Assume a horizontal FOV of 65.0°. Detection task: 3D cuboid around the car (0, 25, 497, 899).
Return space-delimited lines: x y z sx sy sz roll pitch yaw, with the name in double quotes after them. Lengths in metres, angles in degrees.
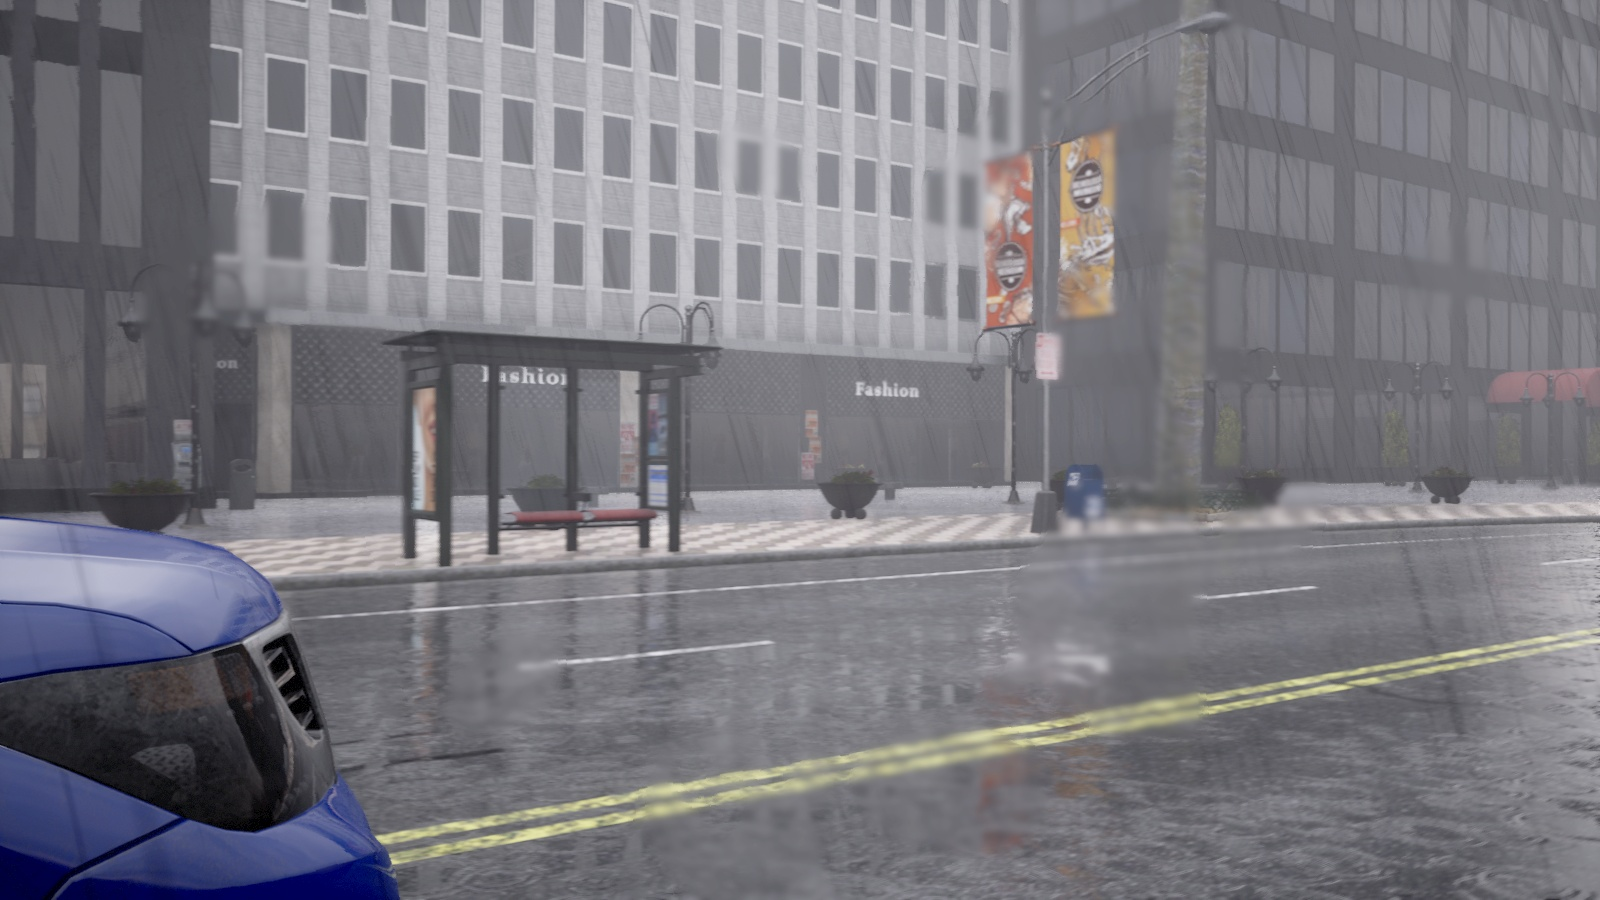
-3.384 0.474 1.305 5.566 2.045 2.150 0 0 -35 "car"
